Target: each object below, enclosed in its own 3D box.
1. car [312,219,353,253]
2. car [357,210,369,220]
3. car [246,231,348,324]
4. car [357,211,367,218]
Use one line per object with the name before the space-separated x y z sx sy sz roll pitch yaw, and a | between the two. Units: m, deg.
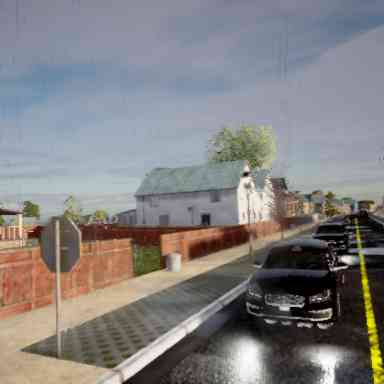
car | 8.107 2.595 19.339 1.837 1.490 4.892 -5 -4 26
car | 37.465 4.942 72.906 2.150 2.045 5.566 -5 -5 26
car | 2.794 2.029 8.481 1.837 1.490 4.892 -5 -4 26
car | 42.183 5.579 82.522 1.882 1.535 5.008 -5 -5 26
